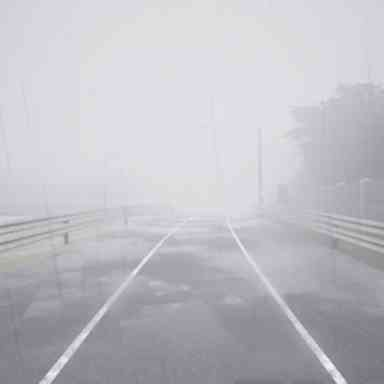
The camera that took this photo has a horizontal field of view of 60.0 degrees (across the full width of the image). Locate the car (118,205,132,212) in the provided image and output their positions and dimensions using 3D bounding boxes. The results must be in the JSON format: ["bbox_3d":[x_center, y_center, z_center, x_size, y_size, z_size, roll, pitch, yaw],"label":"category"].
[{"bbox_3d":[-9.753,2.660,49.362,4.902,1.511,2.128,3,-4,-44],"label":"car"}]

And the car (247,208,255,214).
[{"bbox_3d":[15.708,4.963,86.886,1.812,1.442,4.674,-1,-4,20],"label":"car"}]
